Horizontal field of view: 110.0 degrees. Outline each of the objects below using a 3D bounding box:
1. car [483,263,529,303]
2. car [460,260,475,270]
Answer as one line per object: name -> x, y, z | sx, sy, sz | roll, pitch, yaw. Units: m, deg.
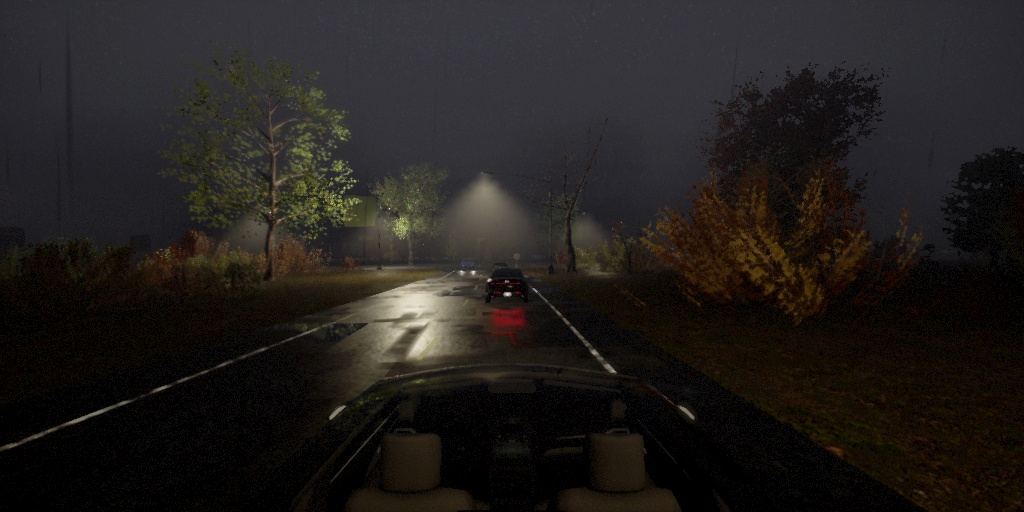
car -> -0.257, 1.261, 16.609 | 1.837, 1.490, 4.892 | 0, 0, -2
car -> -6.313, 1.240, 51.226 | 1.882, 1.535, 5.008 | 0, 0, -6
